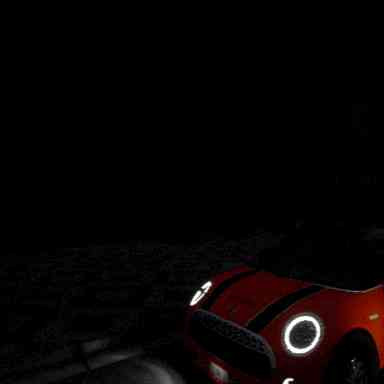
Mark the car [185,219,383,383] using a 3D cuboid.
[{"bbox_3d":[2.112,1.353,4.899,4.553,1.767,2.097,0,0,-36],"label":"car"}]
